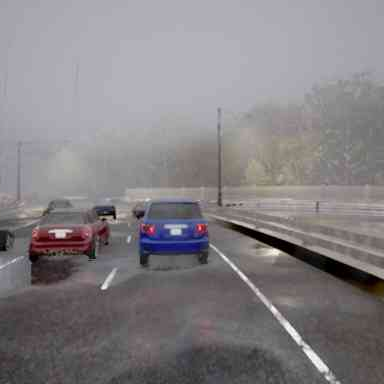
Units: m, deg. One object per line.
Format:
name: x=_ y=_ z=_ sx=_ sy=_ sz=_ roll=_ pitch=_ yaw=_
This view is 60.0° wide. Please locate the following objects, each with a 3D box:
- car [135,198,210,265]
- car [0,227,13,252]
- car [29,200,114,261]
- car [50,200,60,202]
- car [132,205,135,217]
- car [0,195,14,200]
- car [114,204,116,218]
car: x=-0.762 y=1.228 z=12.034 sx=2.150 sy=2.045 sz=5.566 roll=0 pitch=0 yaw=-7
car: x=-7.737 y=1.561 z=11.137 sx=1.812 sy=1.442 sz=4.674 roll=0 pitch=0 yaw=-6
car: x=-4.392 y=1.376 z=12.600 sx=2.097 sy=1.767 sz=4.553 roll=0 pitch=0 yaw=-7
car: x=-10.910 y=1.407 z=27.756 sx=2.097 sy=1.767 sz=4.553 roll=0 pitch=0 yaw=-15
car: x=-4.194 y=1.593 z=29.687 sx=1.994 sy=1.385 sz=4.181 roll=0 pitch=0 yaw=-15
car: x=-46.919 y=1.579 z=82.433 sx=4.892 sy=1.490 sz=1.837 roll=0 pitch=0 yaw=37
car: x=-7.939 y=1.521 z=30.118 sx=1.882 sy=1.535 sz=5.008 roll=0 pitch=0 yaw=-16
